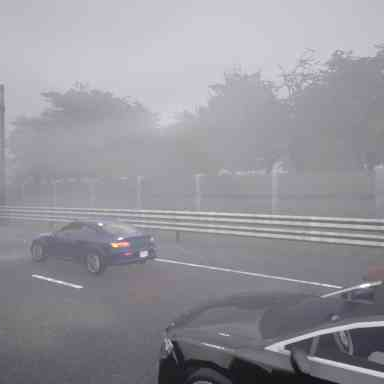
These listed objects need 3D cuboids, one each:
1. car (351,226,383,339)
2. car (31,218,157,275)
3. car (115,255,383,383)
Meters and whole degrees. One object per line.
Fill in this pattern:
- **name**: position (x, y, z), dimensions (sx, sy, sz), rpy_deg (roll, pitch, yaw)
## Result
- **car**: position (5.130, 1.478, 4.625), dimensions (5.008, 1.535, 1.882), rpy_deg (0, 0, 36)
- **car**: position (-3.176, 1.538, 10.460), dimensions (4.674, 1.442, 1.812), rpy_deg (0, 0, 36)
- **car**: position (1.876, 1.492, 2.636), dimensions (4.902, 1.511, 2.128), rpy_deg (0, 0, 36)
